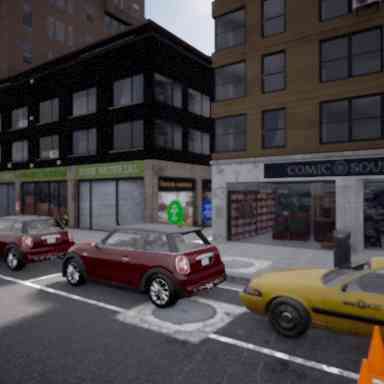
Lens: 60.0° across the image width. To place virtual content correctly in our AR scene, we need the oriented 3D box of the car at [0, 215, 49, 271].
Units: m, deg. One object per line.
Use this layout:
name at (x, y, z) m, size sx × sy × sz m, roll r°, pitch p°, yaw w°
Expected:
car at (-5.856, 1.501, 11.185) m, size 4.097 × 1.590 × 1.967 m, roll 0°, pitch 0°, yaw 35°

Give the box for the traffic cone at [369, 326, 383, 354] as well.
traffic cone at (2.301, 1.967, 4.142) m, size 0.340 × 0.580 × 0.340 m, roll 0°, pitch 0°, yaw 35°

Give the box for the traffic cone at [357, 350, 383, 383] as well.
traffic cone at (1.730, 1.965, 3.321) m, size 0.340 × 0.580 × 0.340 m, roll 0°, pitch 0°, yaw 35°

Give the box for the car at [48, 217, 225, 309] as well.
car at (-1.319, 1.477, 8.035) m, size 4.097 × 1.590 × 1.967 m, roll 0°, pitch 0°, yaw 35°

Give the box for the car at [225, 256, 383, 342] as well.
car at (3.079, 1.539, 4.982) m, size 4.829 × 1.417 × 1.752 m, roll 0°, pitch 0°, yaw 35°
